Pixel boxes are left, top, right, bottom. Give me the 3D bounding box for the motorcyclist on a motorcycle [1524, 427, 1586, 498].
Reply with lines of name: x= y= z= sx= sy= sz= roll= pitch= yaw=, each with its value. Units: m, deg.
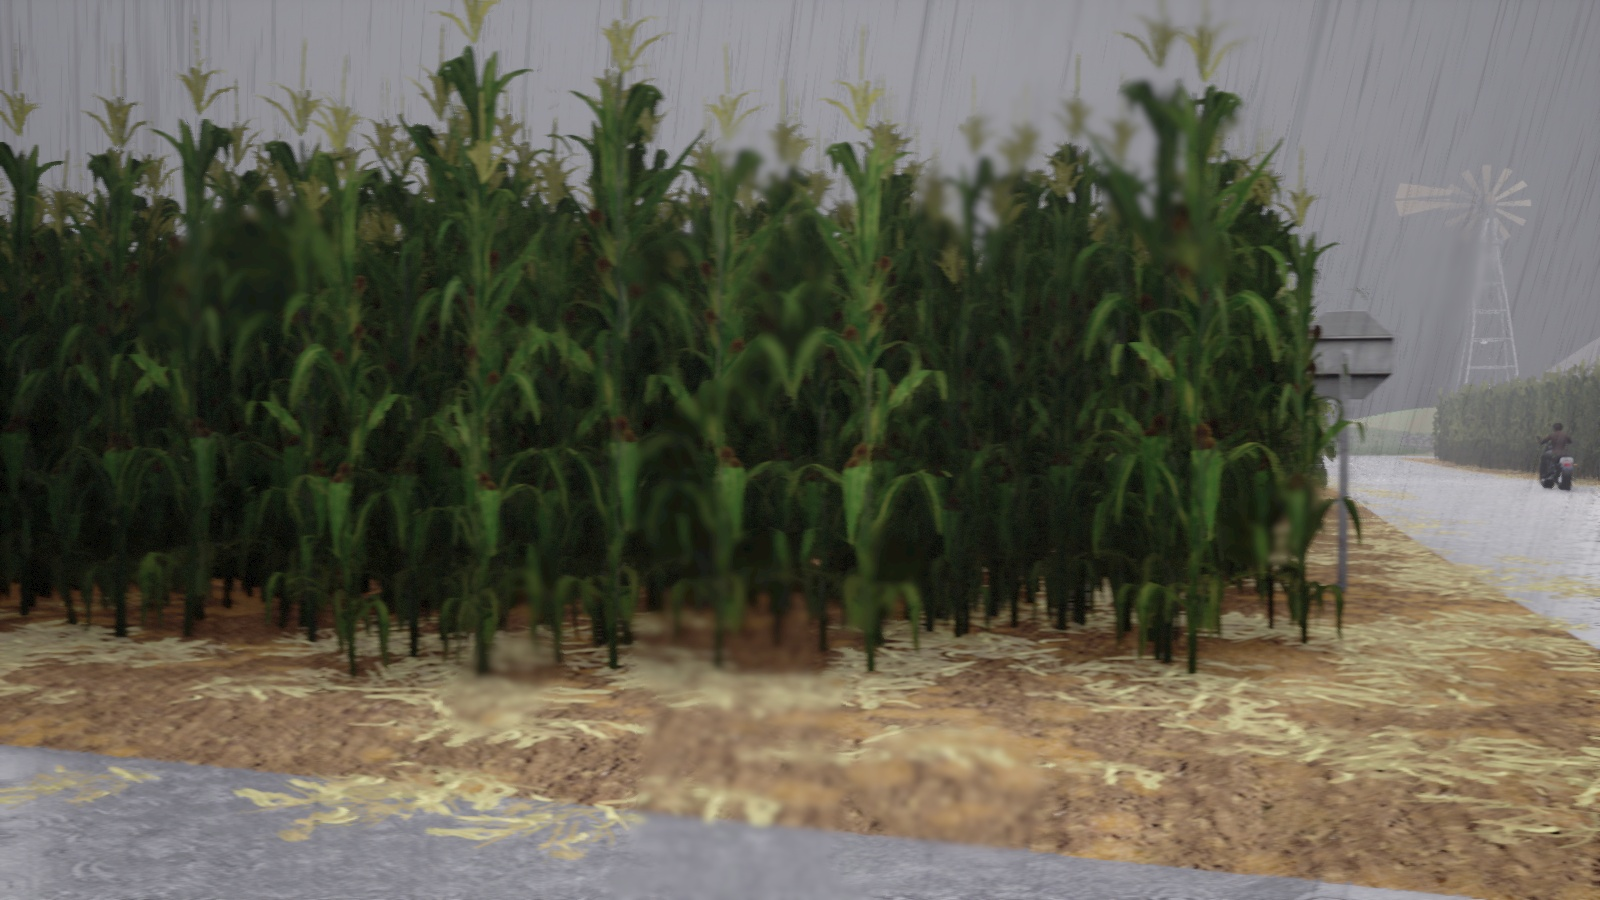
motorcyclist on a motorcycle: x=18.211 y=0.292 z=30.334 sx=0.766 sy=1.649 sz=2.350 roll=1 pitch=0 yaw=19
